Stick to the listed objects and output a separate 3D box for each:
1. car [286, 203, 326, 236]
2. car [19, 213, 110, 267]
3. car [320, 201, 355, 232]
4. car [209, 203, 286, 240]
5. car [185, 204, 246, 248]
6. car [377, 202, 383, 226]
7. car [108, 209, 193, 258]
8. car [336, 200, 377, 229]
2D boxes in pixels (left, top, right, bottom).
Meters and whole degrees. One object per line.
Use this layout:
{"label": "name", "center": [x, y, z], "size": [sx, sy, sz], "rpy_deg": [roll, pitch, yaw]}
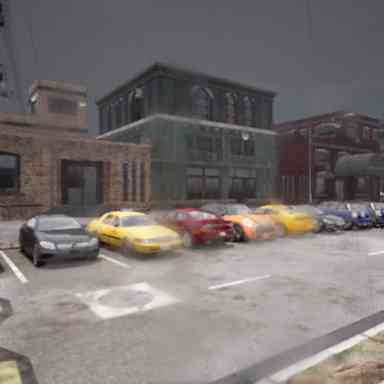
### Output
{"label": "car", "center": [4.276, 1.486, 18.067], "size": [2.097, 1.535, 5.008], "rpy_deg": [0, 0, -36]}
{"label": "car", "center": [-4.783, 1.494, 11.619], "size": [2.002, 1.452, 4.674], "rpy_deg": [0, 0, -35]}
{"label": "car", "center": [6.531, 1.496, 19.687], "size": [2.231, 1.521, 4.892], "rpy_deg": [0, 0, -35]}
{"label": "car", "center": [1.990, 1.351, 16.482], "size": [2.185, 1.767, 4.553], "rpy_deg": [0, 0, -35]}
{"label": "car", "center": [-0.252, 1.469, 14.840], "size": [2.097, 1.535, 5.008], "rpy_deg": [0, 0, -35]}
{"label": "car", "center": [11.079, 1.391, 22.883], "size": [2.185, 1.767, 4.553], "rpy_deg": [0, 0, -35]}
{"label": "car", "center": [-2.411, 1.458, 13.080], "size": [1.946, 1.575, 5.366], "rpy_deg": [0, 0, -35]}
{"label": "car", "center": [8.815, 1.379, 21.270], "size": [2.185, 1.767, 4.553], "rpy_deg": [0, 0, -35]}
